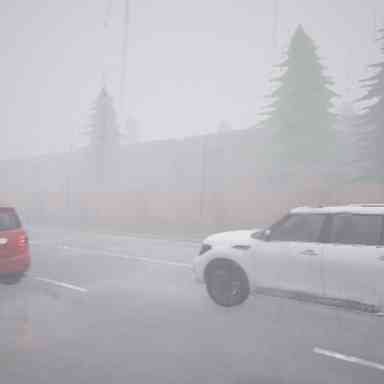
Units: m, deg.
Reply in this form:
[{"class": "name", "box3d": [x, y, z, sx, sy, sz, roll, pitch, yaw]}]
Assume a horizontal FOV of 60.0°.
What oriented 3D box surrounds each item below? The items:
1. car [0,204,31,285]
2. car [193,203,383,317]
[{"class": "car", "box3d": [-6.389, 1.312, 8.548, 5.566, 2.045, 2.150, 0, 0, 36]}, {"class": "car", "box3d": [2.678, 1.235, 6.381, 5.566, 2.045, 2.150, -1, 0, 36]}]
